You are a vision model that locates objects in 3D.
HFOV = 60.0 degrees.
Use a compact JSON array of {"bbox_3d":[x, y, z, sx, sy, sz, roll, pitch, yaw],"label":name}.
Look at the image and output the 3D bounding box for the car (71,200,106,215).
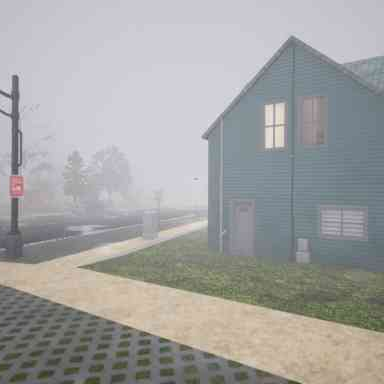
[{"bbox_3d":[-12.127,1.741,39.259,2.097,1.767,4.553,1,-1,19],"label":"car"}]
